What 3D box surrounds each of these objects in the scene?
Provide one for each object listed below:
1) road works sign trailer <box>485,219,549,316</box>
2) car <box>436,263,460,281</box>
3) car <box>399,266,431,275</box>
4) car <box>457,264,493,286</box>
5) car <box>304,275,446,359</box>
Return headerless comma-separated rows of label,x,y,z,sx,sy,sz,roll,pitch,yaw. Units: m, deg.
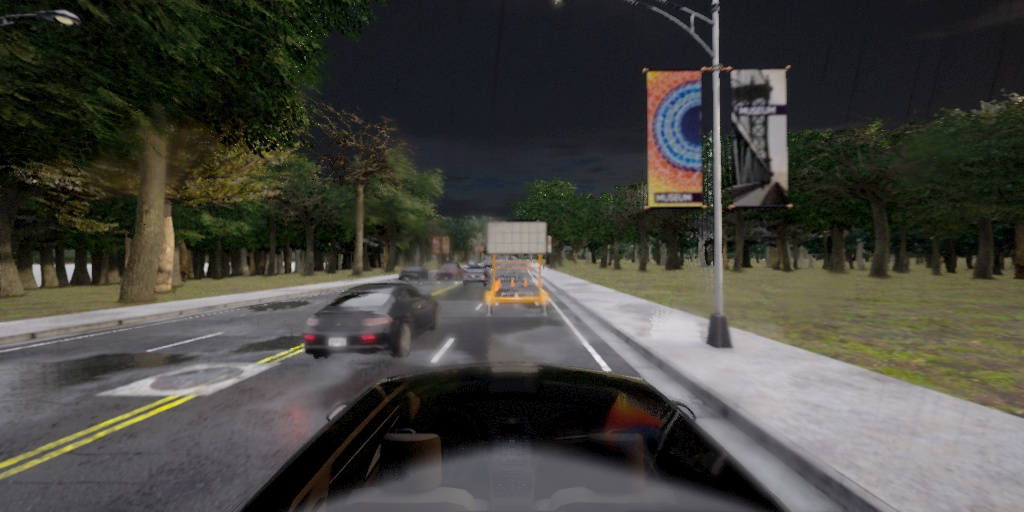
road works sign trailer,0.205,0.352,14.113,2.380,3.560,2.880,0,0,1
car,-6.011,1.470,35.091,2.097,1.767,4.553,0,-1,1
car,-9.275,1.673,34.578,2.033,1.411,5.357,0,-1,1
car,-2.697,1.590,28.316,2.033,1.411,5.357,0,-1,1
car,-3.016,1.364,8.580,1.812,1.442,4.674,0,-1,1
